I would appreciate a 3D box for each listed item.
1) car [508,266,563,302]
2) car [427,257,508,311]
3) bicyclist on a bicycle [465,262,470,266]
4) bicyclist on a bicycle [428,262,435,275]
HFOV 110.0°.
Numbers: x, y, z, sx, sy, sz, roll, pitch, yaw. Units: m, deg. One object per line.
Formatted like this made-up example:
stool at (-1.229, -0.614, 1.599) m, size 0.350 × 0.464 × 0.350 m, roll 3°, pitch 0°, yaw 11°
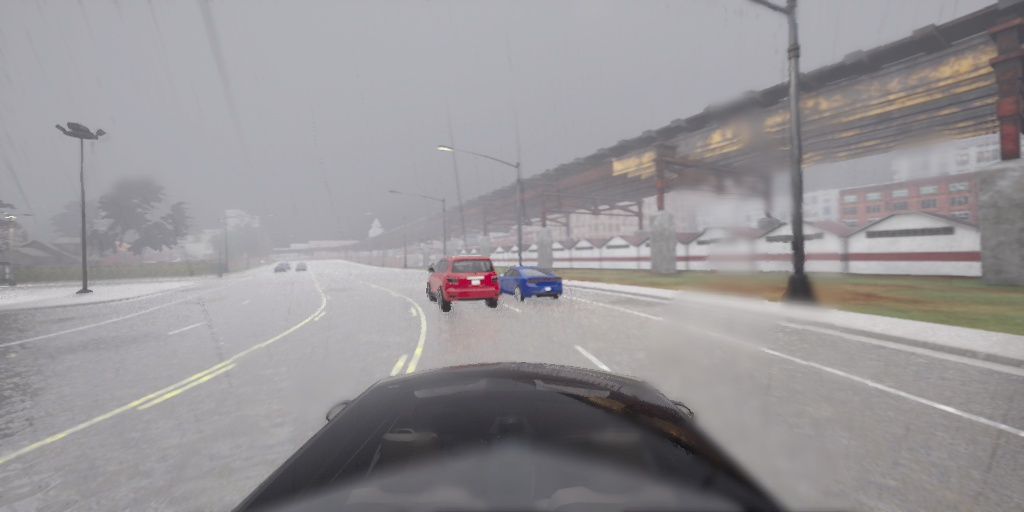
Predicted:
car at (0.618, 1.239, 17.253) m, size 1.882 × 1.535 × 5.008 m, roll 0°, pitch 0°, yaw -21°
car at (-2.238, 1.053, 15.372) m, size 2.150 × 2.045 × 5.566 m, roll 0°, pitch 0°, yaw -20°
bicyclist on a bicycle at (-6.092, 1.286, 48.783) m, size 0.582 × 1.620 × 1.656 m, roll -1°, pitch 0°, yaw -30°
bicyclist on a bicycle at (-9.984, 1.530, 45.082) m, size 1.656 × 1.620 × 0.582 m, roll -1°, pitch 0°, yaw 34°
